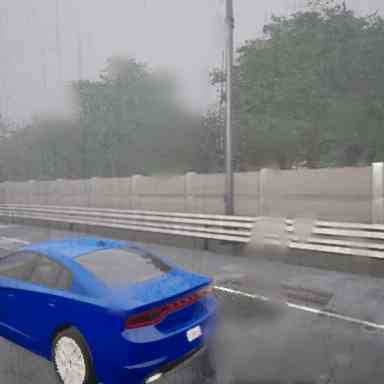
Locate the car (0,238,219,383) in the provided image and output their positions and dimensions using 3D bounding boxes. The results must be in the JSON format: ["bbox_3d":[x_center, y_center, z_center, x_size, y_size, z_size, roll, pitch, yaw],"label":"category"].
[{"bbox_3d":[-1.983,1.481,5.289,5.008,1.535,1.882,0,0,36],"label":"car"}]
